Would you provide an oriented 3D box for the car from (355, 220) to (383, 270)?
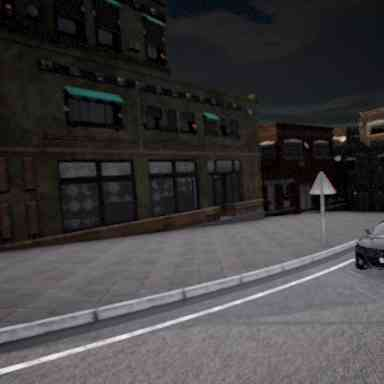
[{"bbox_3d":[6.847,1.562,10.602,1.882,1.535,5.008,-2,-2,44],"label":"car"}]
